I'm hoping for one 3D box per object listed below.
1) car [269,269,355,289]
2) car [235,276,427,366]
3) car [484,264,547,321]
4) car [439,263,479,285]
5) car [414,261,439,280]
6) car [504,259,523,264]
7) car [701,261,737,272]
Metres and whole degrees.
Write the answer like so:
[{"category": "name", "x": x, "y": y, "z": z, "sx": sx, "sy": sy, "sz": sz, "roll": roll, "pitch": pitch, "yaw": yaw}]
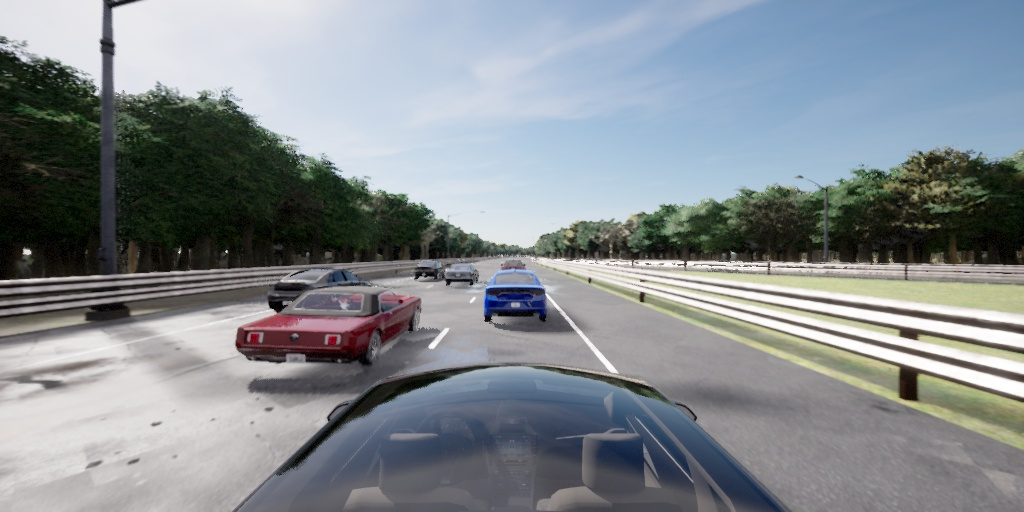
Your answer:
[{"category": "car", "x": -6.899, "y": 1.220, "z": 13.444, "sx": 1.837, "sy": 1.490, "sz": 4.892, "roll": 0, "pitch": 0, "yaw": 0}, {"category": "car", "x": -3.386, "y": 1.313, "z": 7.853, "sx": 1.895, "sy": 1.301, "sz": 4.718, "roll": 2, "pitch": 0, "yaw": 0}, {"category": "car", "x": 0.099, "y": 1.199, "z": 12.419, "sx": 1.882, "sy": 1.535, "sz": 5.008, "roll": 0, "pitch": 0, "yaw": 0}, {"category": "car", "x": -3.402, "y": 1.243, "z": 25.083, "sx": 2.033, "sy": 1.411, "sz": 5.357, "roll": 0, "pitch": 0, "yaw": 0}, {"category": "car", "x": -6.903, "y": 1.192, "z": 30.523, "sx": 1.837, "sy": 1.490, "sz": 4.892, "roll": 0, "pitch": 0, "yaw": 0}, {"category": "car", "x": 0.099, "y": 1.039, "z": 30.226, "sx": 2.097, "sy": 1.767, "sz": 4.553, "roll": 0, "pitch": 0, "yaw": 0}, {"category": "car", "x": 28.158, "y": 1.378, "z": 48.551, "sx": 1.837, "sy": 1.490, "sz": 4.892, "roll": 0, "pitch": 0, "yaw": -25}]
